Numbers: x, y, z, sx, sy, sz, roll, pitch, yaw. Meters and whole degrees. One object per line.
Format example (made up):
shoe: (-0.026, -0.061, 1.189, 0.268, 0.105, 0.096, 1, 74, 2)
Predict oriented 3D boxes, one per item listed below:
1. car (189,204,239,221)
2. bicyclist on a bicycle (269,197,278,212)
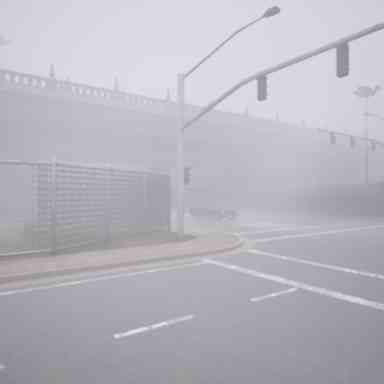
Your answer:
car: (1.818, 1.681, 28.460, 1.895, 1.301, 4.718, 0, 0, -36)
bicyclist on a bicycle: (9.112, 1.396, 37.140, 1.656, 1.620, 0.582, 0, 0, -36)
